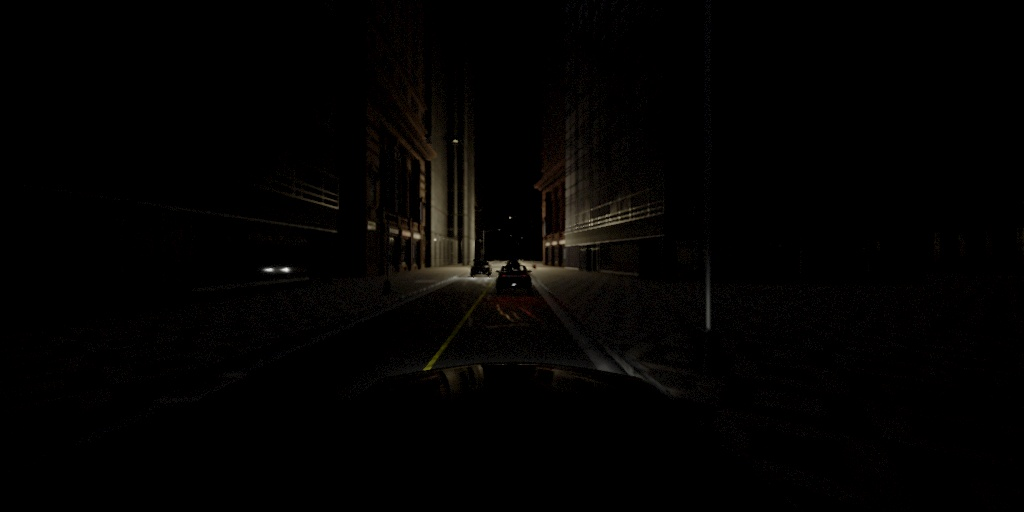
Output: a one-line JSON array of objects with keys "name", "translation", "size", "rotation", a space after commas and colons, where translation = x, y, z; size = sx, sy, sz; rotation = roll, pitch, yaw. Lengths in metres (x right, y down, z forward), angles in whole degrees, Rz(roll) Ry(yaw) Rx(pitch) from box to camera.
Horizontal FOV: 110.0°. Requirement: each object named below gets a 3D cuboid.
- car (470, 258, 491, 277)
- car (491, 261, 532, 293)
[{"name": "car", "translation": [-3.034, 1.247, 35.511], "size": [1.837, 1.490, 4.892], "rotation": [0, 0, 0]}, {"name": "car", "translation": [0.103, 1.238, 20.609], "size": [2.128, 1.511, 4.902], "rotation": [0, 0, 0]}]
